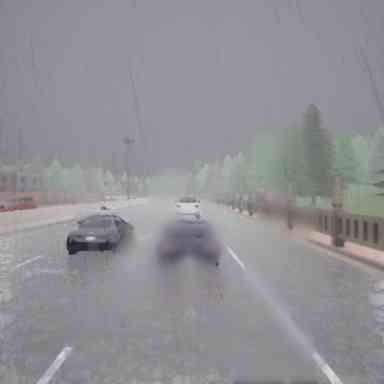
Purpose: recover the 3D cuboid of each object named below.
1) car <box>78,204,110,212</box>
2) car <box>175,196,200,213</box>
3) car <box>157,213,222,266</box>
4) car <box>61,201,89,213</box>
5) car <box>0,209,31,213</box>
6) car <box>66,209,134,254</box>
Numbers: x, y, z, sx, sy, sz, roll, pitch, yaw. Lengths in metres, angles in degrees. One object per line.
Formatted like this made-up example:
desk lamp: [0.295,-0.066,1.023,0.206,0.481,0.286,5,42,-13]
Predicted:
car: [-7.331,1.663,25.259,1.812,1.442,4.674,0,0,-1]
car: [-0.408,1.385,31.145,2.150,2.045,5.566,0,0,-1]
car: [-0.114,1.663,11.815,1.895,1.301,4.718,0,0,-1]
car: [-14.749,1.833,42.191,1.895,1.301,4.718,0,0,-1]
car: [-18.146,1.415,34.278,2.150,2.045,5.566,0,0,-1]
car: [-3.650,1.640,13.877,1.994,1.385,4.181,0,0,-1]
